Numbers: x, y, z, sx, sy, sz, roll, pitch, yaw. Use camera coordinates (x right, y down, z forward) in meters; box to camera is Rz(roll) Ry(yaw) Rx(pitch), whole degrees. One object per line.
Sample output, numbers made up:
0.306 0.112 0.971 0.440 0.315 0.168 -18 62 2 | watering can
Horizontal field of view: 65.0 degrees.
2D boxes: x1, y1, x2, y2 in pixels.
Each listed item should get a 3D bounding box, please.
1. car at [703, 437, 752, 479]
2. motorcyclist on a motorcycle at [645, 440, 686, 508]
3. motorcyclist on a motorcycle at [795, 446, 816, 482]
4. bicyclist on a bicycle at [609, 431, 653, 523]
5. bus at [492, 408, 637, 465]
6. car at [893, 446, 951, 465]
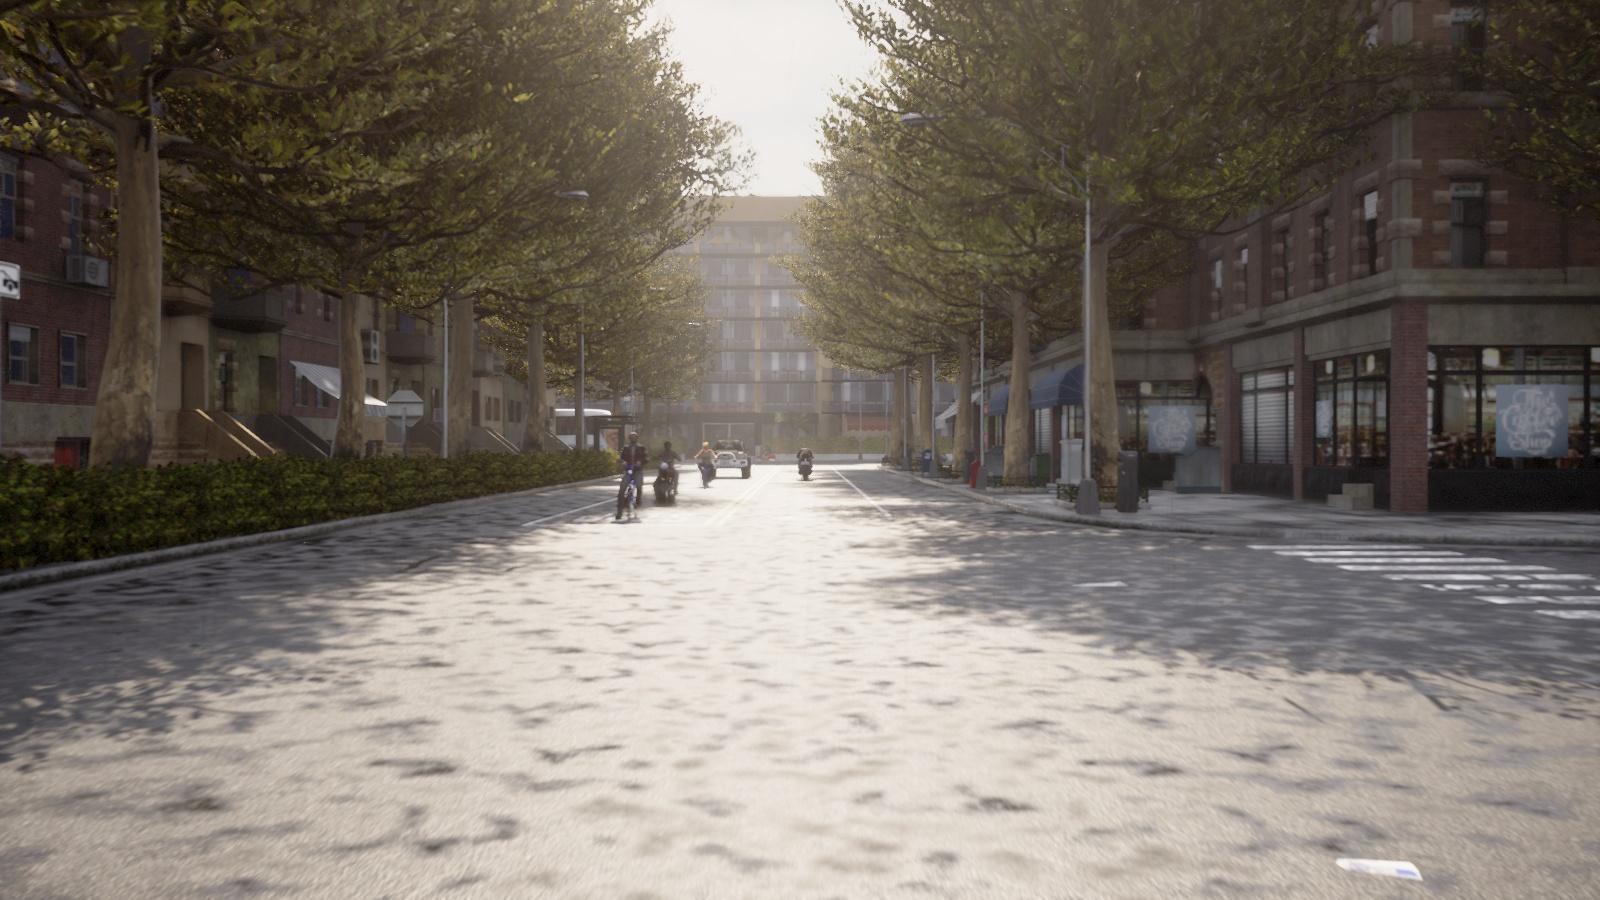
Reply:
-3.254 0.340 56.979 1.932 1.855 4.605 0 0 0 | car
-3.356 0.572 31.577 0.766 1.649 2.350 0 0 0 | motorcyclist on a motorcycle
0.233 0.573 53.821 0.866 1.530 2.191 0 0 0 | motorcyclist on a motorcycle
-3.343 0.518 24.969 0.659 1.776 1.843 0 0 -1 | bicyclist on a bicycle
-17.784 -1.014 95.376 10.273 4.253 3.944 0 0 0 | bus
9.245 0.398 95.366 4.193 1.474 1.816 0 0 0 | car
